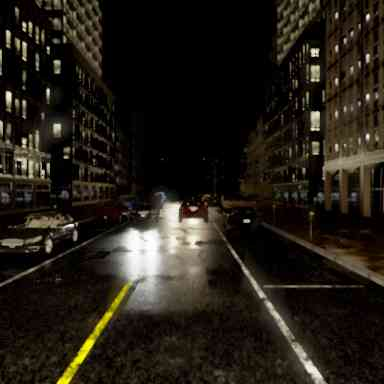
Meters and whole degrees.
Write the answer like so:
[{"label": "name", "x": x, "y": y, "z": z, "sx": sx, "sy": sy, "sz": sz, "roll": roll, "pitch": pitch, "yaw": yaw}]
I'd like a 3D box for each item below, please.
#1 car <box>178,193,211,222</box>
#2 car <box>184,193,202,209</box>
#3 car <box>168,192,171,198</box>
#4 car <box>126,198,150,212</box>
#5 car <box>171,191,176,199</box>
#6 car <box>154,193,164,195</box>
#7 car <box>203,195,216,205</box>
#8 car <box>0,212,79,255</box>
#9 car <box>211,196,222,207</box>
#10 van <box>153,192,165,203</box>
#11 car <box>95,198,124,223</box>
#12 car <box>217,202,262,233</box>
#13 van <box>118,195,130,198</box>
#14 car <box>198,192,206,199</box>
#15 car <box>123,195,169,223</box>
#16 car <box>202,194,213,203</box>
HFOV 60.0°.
[{"label": "car", "x": 0.088, "y": 1.199, "z": 24.893, "sx": 2.097, "sy": 1.767, "sz": 4.553, "roll": 0, "pitch": 1, "yaw": 0}, {"label": "car", "x": 0.084, "y": 1.092, "z": 41.202, "sx": 2.097, "sy": 1.767, "sz": 4.553, "roll": 0, "pitch": 0, "yaw": 0}, {"label": "car", "x": -5.714, "y": 1.155, "z": 63.936, "sx": 1.947, "sy": 1.339, "sz": 4.313, "roll": 0, "pitch": 0, "yaw": 0}, {"label": "car", "x": -5.702, "y": 1.360, "z": 35.476, "sx": 1.802, "sy": 1.307, "sz": 4.206, "roll": 0, "pitch": 0, "yaw": 0}, {"label": "car", "x": -5.723, "y": 0.961, "z": 86.533, "sx": 1.752, "sy": 1.417, "sz": 4.829, "roll": 0, "pitch": 0, "yaw": 0}, {"label": "car", "x": -5.709, "y": 1.106, "z": 52.550, "sx": 1.967, "sy": 1.590, "sz": 4.097, "roll": 0, "pitch": 0, "yaw": 0}, {"label": "car", "x": 2.671, "y": 1.247, "z": 52.541, "sx": 1.802, "sy": 1.307, "sz": 4.206, "roll": 0, "pitch": 0, "yaw": 0}, {"label": "car", "x": -5.693, "y": 1.473, "z": 12.707, "sx": 2.008, "sy": 1.369, "sz": 4.403, "roll": 0, "pitch": 0, "yaw": 0}, {"label": "car", "x": 2.677, "y": 1.180, "z": 41.156, "sx": 1.967, "sy": 1.590, "sz": 4.097, "roll": 0, "pitch": 0, "yaw": 0}, {"label": "van", "x": -5.710, "y": 0.969, "z": 58.243, "sx": 1.690, "sy": 1.788, "sz": 3.998, "roll": 0, "pitch": 0, "yaw": 0}, {"label": "car", "x": -5.698, "y": 1.395, "z": 24.091, "sx": 1.887, "sy": 1.381, "sz": 4.507, "roll": 0, "pitch": 0, "yaw": 0}, {"label": "car", "x": 2.685, "y": 1.452, "z": 18.390, "sx": 1.947, "sy": 1.339, "sz": 4.313, "roll": 0, "pitch": 0, "yaw": 0}, {"label": "van", "x": -5.699, "y": 1.156, "z": 29.783, "sx": 1.690, "sy": 1.788, "sz": 3.998, "roll": 0, "pitch": 0, "yaw": 0}, {"label": "car", "x": 2.658, "y": 0.874, "z": 86.690, "sx": 1.967, "sy": 1.590, "sz": 4.097, "roll": 0, "pitch": 0, "yaw": 0}, {"label": "car", "x": -3.010, "y": 1.189, "z": 22.952, "sx": 2.128, "sy": 1.511, "sz": 4.902, "roll": 0, "pitch": 0, "yaw": 0}, {"label": "car", "x": 2.669, "y": 1.151, "z": 58.403, "sx": 1.752, "sy": 1.417, "sz": 4.829, "roll": 0, "pitch": 0, "yaw": 0}]
